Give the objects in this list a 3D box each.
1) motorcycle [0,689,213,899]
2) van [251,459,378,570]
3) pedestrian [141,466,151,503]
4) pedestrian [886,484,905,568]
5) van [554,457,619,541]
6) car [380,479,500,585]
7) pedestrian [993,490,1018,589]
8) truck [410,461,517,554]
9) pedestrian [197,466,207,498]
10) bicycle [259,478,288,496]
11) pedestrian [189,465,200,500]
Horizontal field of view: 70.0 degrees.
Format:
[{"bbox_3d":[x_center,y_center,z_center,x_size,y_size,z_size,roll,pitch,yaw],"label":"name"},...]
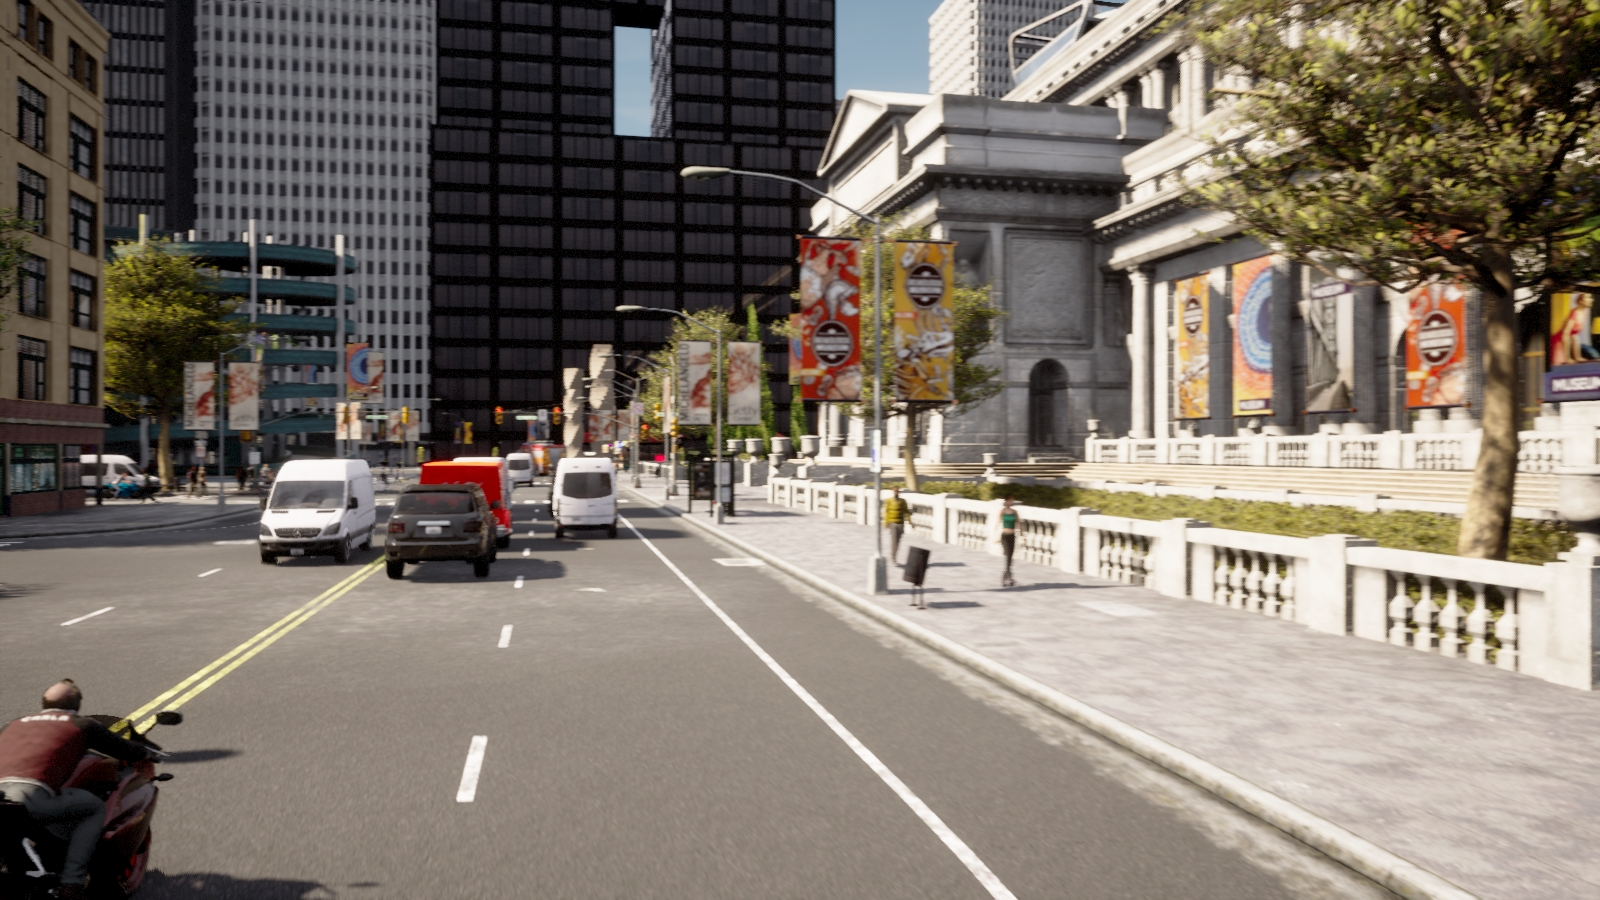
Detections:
[{"bbox_3d":[-4.161,2.210,6.419,0.867,1.251,2.209,0,0,-8],"label":"motorcycle"},{"bbox_3d":[-12.595,1.548,30.041,1.988,2.561,5.915,0,0,-12],"label":"van"},{"bbox_3d":[-32.706,1.733,57.142,0.375,1.860,0.375,0,0,-16],"label":"pedestrian"},{"bbox_3d":[2.135,1.693,25.565,0.375,1.860,0.375,0,0,-2],"label":"pedestrian"},{"bbox_3d":[-7.262,1.542,38.473,1.988,2.561,5.915,0,0,-12],"label":"van"},{"bbox_3d":[-8.258,1.789,26.702,2.150,2.045,5.566,0,0,-12],"label":"car"},{"bbox_3d":[3.915,1.693,21.747,0.375,1.860,0.375,0,0,-5],"label":"pedestrian"},{"bbox_3d":[-9.802,1.579,33.690,2.627,2.467,5.204,0,0,-12],"label":"truck"},{"bbox_3d":[-35.332,1.888,67.513,0.375,1.860,0.375,0,0,-9],"label":"pedestrian"},{"bbox_3d":[-32.691,2.293,70.935,1.487,1.080,0.859,0,0,-16],"label":"bicycle"},{"bbox_3d":[-32.408,1.733,61.122,0.375,1.860,0.375,0,0,25],"label":"pedestrian"}]
